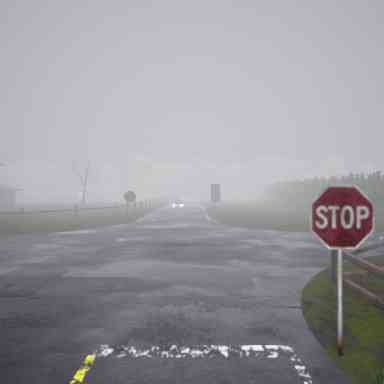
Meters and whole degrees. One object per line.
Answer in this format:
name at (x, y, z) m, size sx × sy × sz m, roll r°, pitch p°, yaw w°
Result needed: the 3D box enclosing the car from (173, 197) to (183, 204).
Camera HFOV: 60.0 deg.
car at (-2.714, 1.649, 65.341) m, size 1.895 × 1.301 × 4.718 m, roll 0°, pitch 0°, yaw 0°
